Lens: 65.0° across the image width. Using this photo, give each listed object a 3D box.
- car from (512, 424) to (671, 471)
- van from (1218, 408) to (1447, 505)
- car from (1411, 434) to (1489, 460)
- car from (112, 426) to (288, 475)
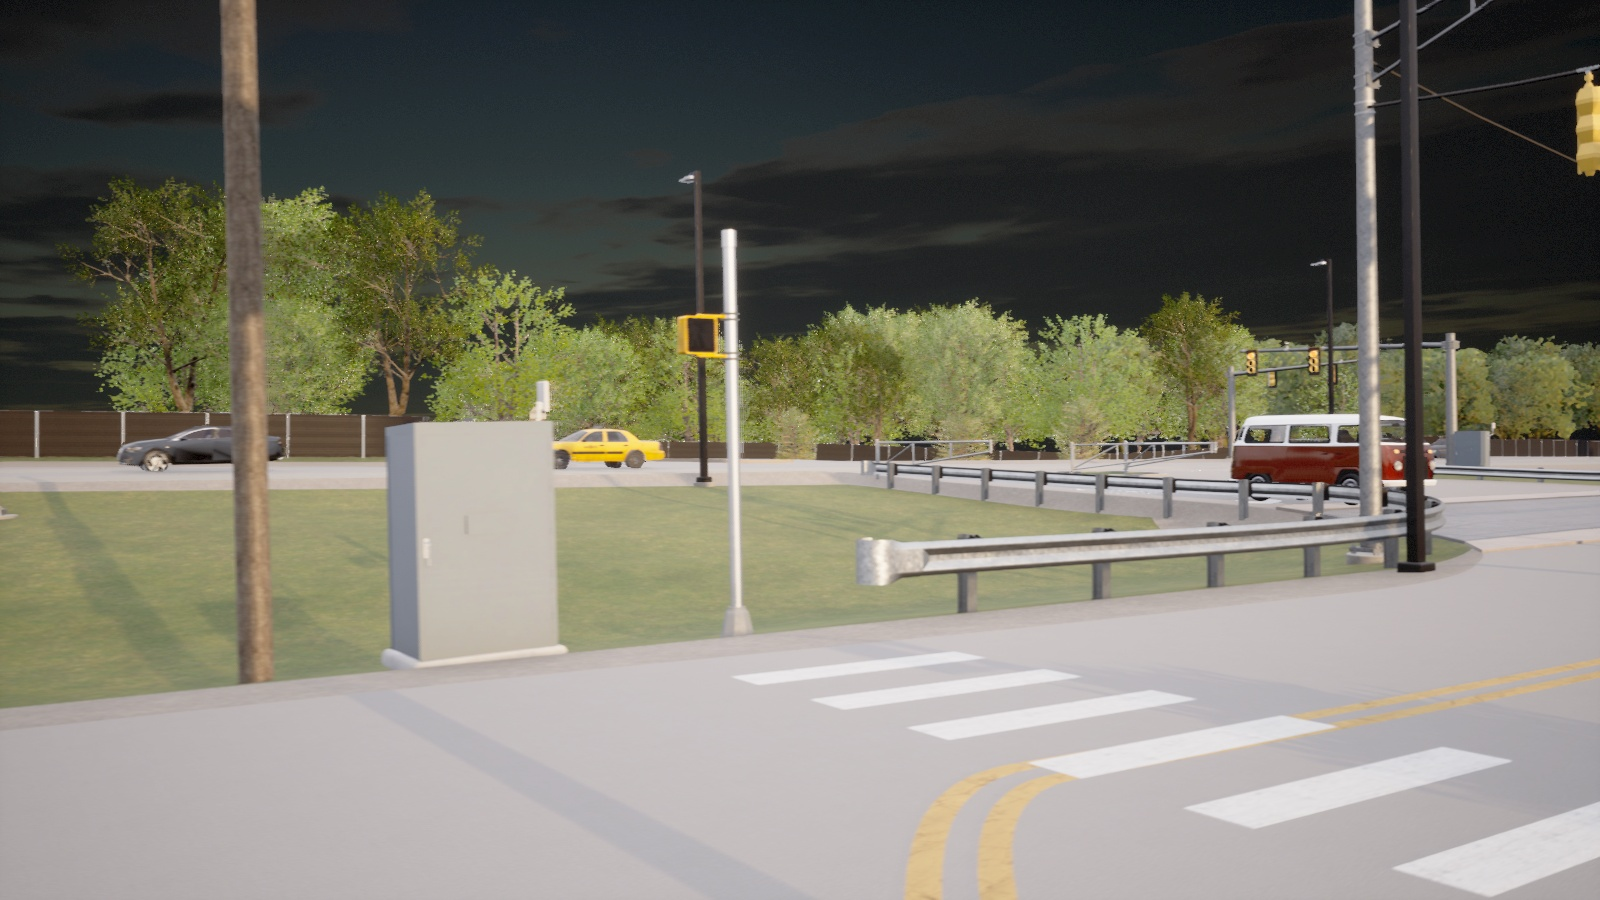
[{"bbox_3d":[-7.370,-0.085,44.736,5.366,1.575,1.801,0,0,-36],"label":"car"},{"bbox_3d":[12.076,0.137,28.800,2.069,2.038,4.480,0,0,-31],"label":"van"},{"bbox_3d":[39.564,-0.174,76.366,4.902,1.511,2.128,0,0,-34],"label":"car"},{"bbox_3d":[-19.507,0.011,40.892,4.902,1.511,2.128,0,0,-34],"label":"car"}]
